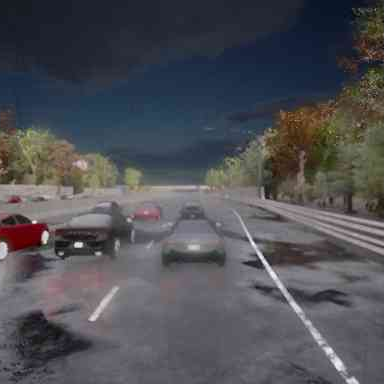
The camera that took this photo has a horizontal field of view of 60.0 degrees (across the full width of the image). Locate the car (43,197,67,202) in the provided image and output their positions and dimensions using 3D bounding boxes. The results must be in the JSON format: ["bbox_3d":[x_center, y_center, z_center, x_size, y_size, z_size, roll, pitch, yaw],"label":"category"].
[{"bbox_3d":[-21.072,1.449,52.258,1.812,1.442,4.674,0,0,0],"label":"car"}]

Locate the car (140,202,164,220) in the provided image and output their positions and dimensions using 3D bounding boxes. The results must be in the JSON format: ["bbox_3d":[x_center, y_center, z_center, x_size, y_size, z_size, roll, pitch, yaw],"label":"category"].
[{"bbox_3d":[-3.437,1.515,27.048,1.994,1.385,4.181,0,0,0],"label":"car"}]

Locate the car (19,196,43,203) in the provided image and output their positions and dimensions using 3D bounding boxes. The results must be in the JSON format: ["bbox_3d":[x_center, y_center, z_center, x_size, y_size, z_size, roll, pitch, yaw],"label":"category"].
[{"bbox_3d":[-24.571,1.426,52.129,1.837,1.490,4.892,0,0,0],"label":"car"}]

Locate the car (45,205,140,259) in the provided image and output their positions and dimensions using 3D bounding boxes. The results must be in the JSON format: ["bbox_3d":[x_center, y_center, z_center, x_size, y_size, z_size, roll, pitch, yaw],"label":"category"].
[{"bbox_3d":[-3.429,1.452,12.567,1.882,1.535,5.008,0,0,0],"label":"car"}]

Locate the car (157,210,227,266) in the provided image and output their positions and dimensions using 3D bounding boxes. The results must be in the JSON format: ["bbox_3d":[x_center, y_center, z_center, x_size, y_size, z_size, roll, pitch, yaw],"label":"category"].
[{"bbox_3d":[0.068,1.541,11.449,1.994,1.385,4.181,0,0,0],"label":"car"}]

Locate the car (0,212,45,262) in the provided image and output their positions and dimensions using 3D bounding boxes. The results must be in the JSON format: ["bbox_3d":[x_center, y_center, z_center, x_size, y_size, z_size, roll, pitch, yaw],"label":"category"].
[{"bbox_3d":[-6.930,1.453,12.002,1.882,1.535,5.008,0,-1,0],"label":"car"}]

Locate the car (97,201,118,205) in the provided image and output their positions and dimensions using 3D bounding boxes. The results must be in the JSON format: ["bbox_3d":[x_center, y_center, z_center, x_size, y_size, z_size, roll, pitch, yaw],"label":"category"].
[{"bbox_3d":[-6.936,1.476,27.436,1.812,1.442,4.674,0,0,0],"label":"car"}]

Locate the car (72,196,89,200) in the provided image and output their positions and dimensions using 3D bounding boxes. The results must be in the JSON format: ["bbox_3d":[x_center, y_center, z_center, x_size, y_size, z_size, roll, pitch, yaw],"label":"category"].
[{"bbox_3d":[-17.577,1.428,52.584,1.837,1.490,4.892,0,0,0],"label":"car"}]

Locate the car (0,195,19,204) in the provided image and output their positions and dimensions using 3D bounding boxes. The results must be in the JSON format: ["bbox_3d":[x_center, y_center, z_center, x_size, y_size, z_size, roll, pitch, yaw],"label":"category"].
[{"bbox_3d":[-28.071,1.275,50.912,2.097,1.767,4.553,0,0,0],"label":"car"}]

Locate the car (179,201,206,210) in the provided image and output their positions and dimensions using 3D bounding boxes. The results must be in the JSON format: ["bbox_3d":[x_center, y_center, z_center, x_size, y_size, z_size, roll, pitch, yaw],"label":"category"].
[{"bbox_3d":[0.061,1.459,26.529,1.837,1.490,4.892,0,1,0],"label":"car"}]
